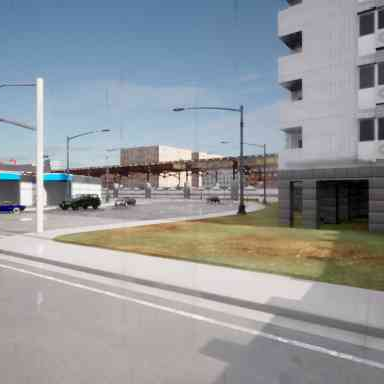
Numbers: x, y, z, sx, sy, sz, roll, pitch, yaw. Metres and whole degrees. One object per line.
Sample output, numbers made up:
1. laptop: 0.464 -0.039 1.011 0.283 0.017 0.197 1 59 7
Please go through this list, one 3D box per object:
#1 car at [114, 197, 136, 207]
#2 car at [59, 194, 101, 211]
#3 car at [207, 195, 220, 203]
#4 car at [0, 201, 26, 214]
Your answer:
1. car: -10.295 1.492 51.630 2.128 1.511 4.902 0 0 14
2. car: -14.058 1.221 42.216 2.150 2.045 5.566 0 0 29
3. car: 4.410 1.502 69.673 1.837 1.490 4.892 0 0 -12
4. car: -19.692 1.601 33.894 1.895 1.301 4.718 0 0 37
